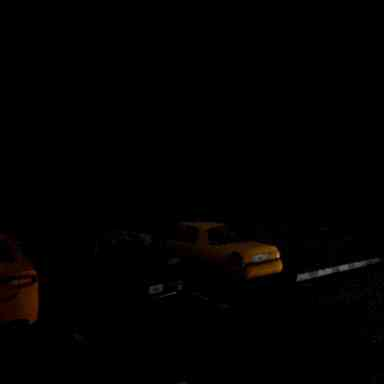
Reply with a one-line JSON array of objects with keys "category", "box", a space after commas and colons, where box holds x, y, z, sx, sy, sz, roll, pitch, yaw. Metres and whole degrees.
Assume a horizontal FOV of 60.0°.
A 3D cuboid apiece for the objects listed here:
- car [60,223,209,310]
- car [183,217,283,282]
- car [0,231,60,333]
[{"category": "car", "box": [-2.045, 1.488, 7.979, 2.231, 1.521, 4.892, 0, 0, -35]}, {"category": "car", "box": [0.098, 1.499, 9.743, 1.946, 1.575, 5.366, 0, 0, -35]}, {"category": "car", "box": [-4.302, 1.479, 6.369, 2.097, 1.535, 5.008, 0, 0, -35]}]
